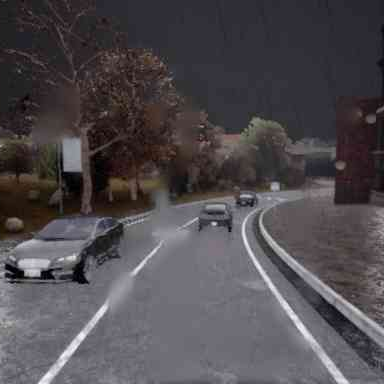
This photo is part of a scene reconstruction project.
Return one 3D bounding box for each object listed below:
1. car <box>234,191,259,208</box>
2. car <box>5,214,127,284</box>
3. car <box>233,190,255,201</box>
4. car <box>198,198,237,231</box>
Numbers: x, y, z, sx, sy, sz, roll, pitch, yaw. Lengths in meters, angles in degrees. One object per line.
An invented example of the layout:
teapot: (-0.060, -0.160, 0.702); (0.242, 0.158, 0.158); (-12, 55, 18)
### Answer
car: (6.309, 0.935, 37.564); (1.882, 1.535, 5.008); (2, 2, 20)
car: (-3.238, 1.435, 9.510); (2.128, 1.511, 4.902); (0, 1, 4)
car: (7.863, 0.513, 50.006); (1.895, 1.301, 4.718); (3, 4, 28)
car: (1.513, 1.363, 19.635); (1.837, 1.490, 4.892); (1, 1, 9)
